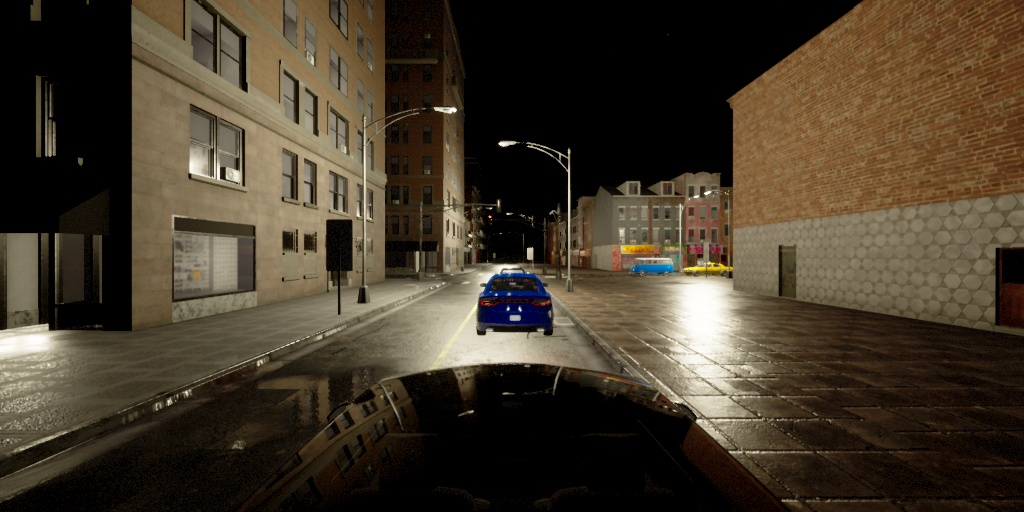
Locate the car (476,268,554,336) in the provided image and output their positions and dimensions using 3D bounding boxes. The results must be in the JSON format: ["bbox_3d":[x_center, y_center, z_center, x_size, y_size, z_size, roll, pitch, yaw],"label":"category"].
[{"bbox_3d":[0.067,1.227,10.456,1.882,1.535,5.008,0,0,0],"label":"car"}]

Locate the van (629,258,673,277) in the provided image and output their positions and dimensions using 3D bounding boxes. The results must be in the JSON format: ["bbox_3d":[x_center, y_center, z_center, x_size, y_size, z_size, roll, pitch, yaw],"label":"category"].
[{"bbox_3d":[13.610,1.087,35.015,3.998,1.789,1.690,0,0,0],"label":"van"}]

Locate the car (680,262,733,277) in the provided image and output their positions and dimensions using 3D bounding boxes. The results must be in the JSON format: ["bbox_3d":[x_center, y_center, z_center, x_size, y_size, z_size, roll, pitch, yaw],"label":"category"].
[{"bbox_3d":[19.051,1.267,35.028,4.829,1.417,1.751,0,0,0],"label":"car"}]
